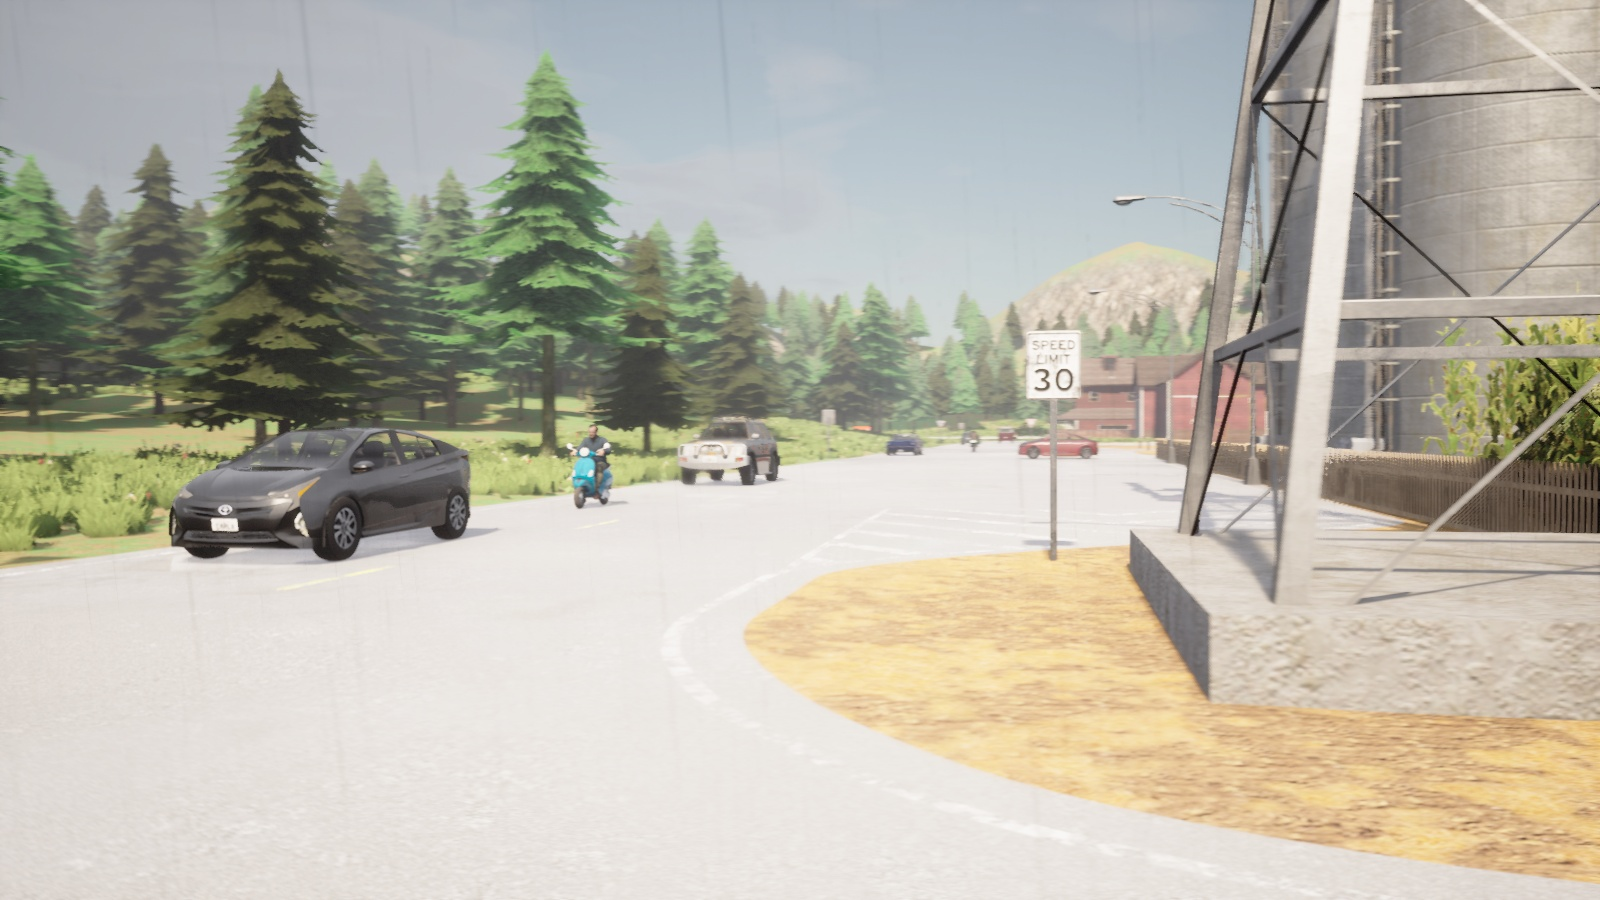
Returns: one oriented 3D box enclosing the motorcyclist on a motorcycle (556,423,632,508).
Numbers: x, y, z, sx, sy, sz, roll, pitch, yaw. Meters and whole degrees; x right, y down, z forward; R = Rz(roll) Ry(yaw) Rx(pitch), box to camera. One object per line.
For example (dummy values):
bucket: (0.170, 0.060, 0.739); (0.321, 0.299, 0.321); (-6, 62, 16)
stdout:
motorcyclist on a motorcycle: (-3.979, 0.275, 24.388); (0.866, 1.590, 1.817); (0, 1, 12)

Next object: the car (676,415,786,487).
car: (-1.825, -0.003, 34.895); (1.932, 1.855, 4.605); (0, 1, 12)

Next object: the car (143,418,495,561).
car: (-5.750, 0.384, 15.749); (2.007, 1.525, 4.514); (0, 1, 12)

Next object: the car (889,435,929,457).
car: (6.635, -0.275, 76.176); (1.895, 1.301, 4.718); (0, 1, 12)
